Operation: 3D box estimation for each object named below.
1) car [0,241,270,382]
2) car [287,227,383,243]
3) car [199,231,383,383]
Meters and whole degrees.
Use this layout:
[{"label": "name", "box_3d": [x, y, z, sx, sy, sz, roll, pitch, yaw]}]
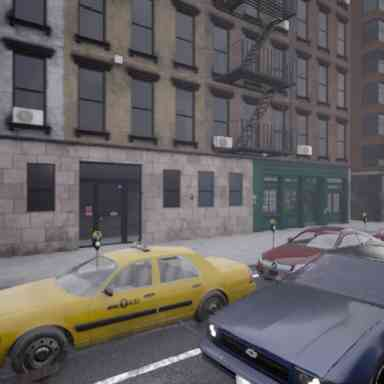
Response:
[{"label": "car", "box_3d": [-1.079, 1.529, 5.423, 4.829, 1.417, 1.752, 0, 0, -36]}, {"label": "car", "box_3d": [3.545, 1.597, 8.736, 4.206, 1.307, 1.802, 0, 0, -36]}, {"label": "car", "box_3d": [2.706, 1.557, 4.889, 5.357, 1.411, 2.033, 0, 0, -36]}]
